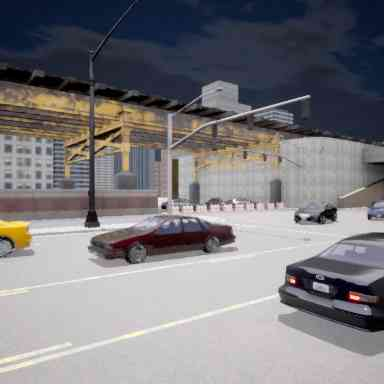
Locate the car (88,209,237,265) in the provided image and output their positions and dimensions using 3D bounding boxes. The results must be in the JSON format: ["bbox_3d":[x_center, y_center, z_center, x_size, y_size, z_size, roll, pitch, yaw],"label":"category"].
[{"bbox_3d":[-0.855,1.548,11.946,5.357,1.411,2.033,0,0,-35],"label":"car"}]

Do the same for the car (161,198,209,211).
[{"bbox_3d":[-0.930,1.453,37.810,4.974,1.542,2.038,0,0,8],"label":"car"}]

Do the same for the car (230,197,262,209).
[{"bbox_3d":[6.674,1.295,44.249,4.536,1.218,1.853,0,0,-7],"label":"car"}]

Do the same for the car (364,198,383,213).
[{"bbox_3d":[21.564,1.491,37.253,4.902,1.511,2.128,0,0,-37],"label":"car"}]

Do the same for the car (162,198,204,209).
[{"bbox_3d":[-0.981,1.295,37.817,4.536,1.218,1.853,0,0,8],"label":"car"}]

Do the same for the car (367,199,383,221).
[{"bbox_3d":[15.491,1.526,26.844,1.812,1.442,4.674,0,0,39],"label":"car"}]

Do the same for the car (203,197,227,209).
[{"bbox_3d":[2.831,1.295,40.545,1.853,1.218,4.536,0,0,18],"label":"car"}]

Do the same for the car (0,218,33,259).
[{"bbox_3d":[-8.102,1.477,11.109,5.008,1.535,1.882,0,0,-35],"label":"car"}]

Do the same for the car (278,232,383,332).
[{"bbox_3d":[4.079,1.547,6.688,5.357,1.411,2.033,0,0,-35],"label":"car"}]

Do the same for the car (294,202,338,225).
[{"bbox_3d":[9.033,1.491,24.044,2.128,1.511,4.902,0,0,40],"label":"car"}]

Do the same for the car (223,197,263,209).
[{"bbox_3d":[6.725,1.453,44.255,4.974,1.542,2.038,0,0,-7],"label":"car"}]

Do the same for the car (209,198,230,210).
[{"bbox_3d":[2.815,1.453,40.495,2.038,1.542,4.974,0,0,18],"label":"car"}]
